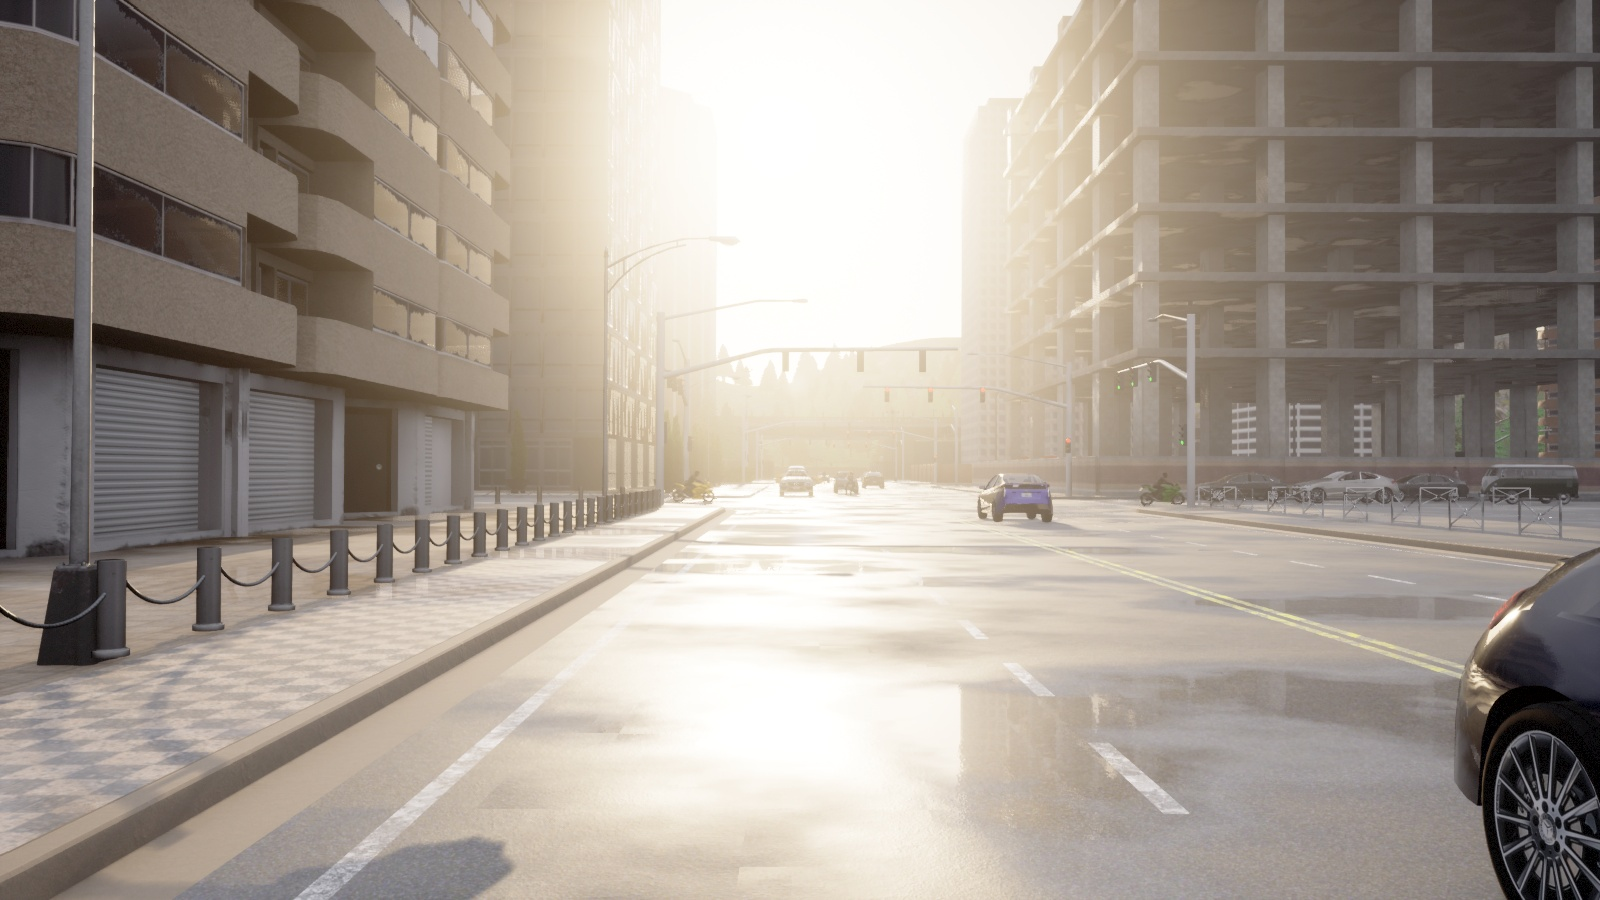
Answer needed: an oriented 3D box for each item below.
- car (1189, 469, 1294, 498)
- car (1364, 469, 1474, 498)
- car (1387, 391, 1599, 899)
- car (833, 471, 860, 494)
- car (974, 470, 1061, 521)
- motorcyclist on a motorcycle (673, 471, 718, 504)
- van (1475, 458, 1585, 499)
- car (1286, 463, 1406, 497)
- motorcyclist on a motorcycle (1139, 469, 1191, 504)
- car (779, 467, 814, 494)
[{"bbox_3d":[23.227,1.780,66.199,4.892,1.490,1.837,0,-1,0],"label":"car"},{"bbox_3d":[32.643,1.743,66.259,4.892,1.490,1.837,0,-1,-1],"label":"car"},{"bbox_3d":[3.492,0.623,2.625,2.152,1.651,5.027,0,-1,0],"label":"car"},{"bbox_3d":[3.265,2.267,88.743,1.789,1.549,3.705,0,-1,0],"label":"car"},{"bbox_3d":[6.893,1.409,40.286,2.007,1.525,4.514,0,-1,0],"label":"car"},{"bbox_3d":[-4.875,1.761,58.776,2.044,1.523,0.797,0,-1,-1],"label":"motorcyclist on a motorcycle"},{"bbox_3d":[36.441,1.418,62.785,4.442,1.987,1.775,0,-1,0],"label":"van"},{"bbox_3d":[27.222,1.480,62.726,5.027,1.651,2.152,0,-1,0],"label":"car"},{"bbox_3d":[16.154,1.609,55.648,2.044,1.523,0.797,0,-1,-1],"label":"motorcyclist on a motorcycle"},{"bbox_3d":[-0.211,1.928,79.617,2.152,1.651,5.027,0,-1,0],"label":"car"}]
